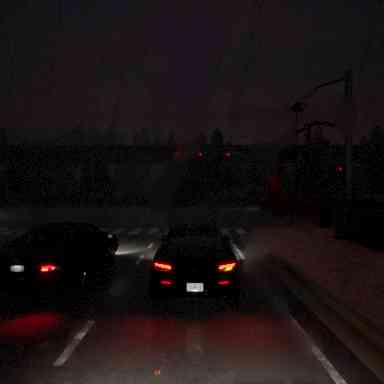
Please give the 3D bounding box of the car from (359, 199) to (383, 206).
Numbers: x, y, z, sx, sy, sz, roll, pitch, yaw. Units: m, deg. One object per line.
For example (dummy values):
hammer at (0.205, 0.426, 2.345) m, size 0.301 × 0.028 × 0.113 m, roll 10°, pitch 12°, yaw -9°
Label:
car at (15.927, 1.506, 29.125) m, size 4.892 × 1.490 × 1.837 m, roll 0°, pitch 0°, yaw 0°

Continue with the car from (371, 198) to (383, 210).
car at (26.178, 1.526, 43.281) m, size 4.674 × 1.442 × 1.812 m, roll 0°, pitch 0°, yaw 0°

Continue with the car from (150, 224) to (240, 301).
car at (0.071, 1.526, 8.207) m, size 1.812 × 1.442 × 4.674 m, roll 0°, pitch 0°, yaw 0°

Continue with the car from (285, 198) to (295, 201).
car at (14.117, 1.526, 46.834) m, size 4.674 × 1.442 × 1.812 m, roll 0°, pitch 0°, yaw 2°

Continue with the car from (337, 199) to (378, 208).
car at (23.225, 1.601, 46.793) m, size 4.718 × 1.301 × 1.895 m, roll 0°, pitch 0°, yaw 0°

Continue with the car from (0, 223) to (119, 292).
car at (-3.421, 1.547, 9.028) m, size 2.033 × 1.411 × 5.357 m, roll 0°, pitch 0°, yaw 0°

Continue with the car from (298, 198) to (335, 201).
car at (16.916, 1.491, 43.320) m, size 4.902 × 1.511 × 2.128 m, roll 0°, pitch 0°, yaw 0°
